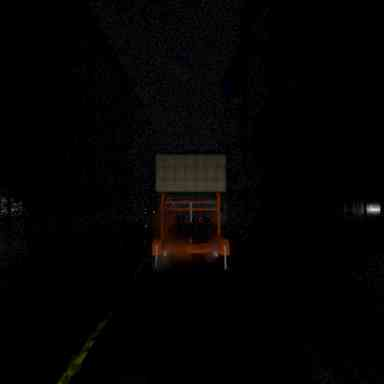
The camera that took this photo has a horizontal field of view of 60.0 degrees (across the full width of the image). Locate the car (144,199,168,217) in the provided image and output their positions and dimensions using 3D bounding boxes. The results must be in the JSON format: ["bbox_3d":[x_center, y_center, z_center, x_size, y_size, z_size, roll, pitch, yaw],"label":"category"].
[{"bbox_3d":[-3.203,1.448,30.586,1.837,1.490,4.892,0,0,0],"label":"car"}]

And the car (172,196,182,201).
[{"bbox_3d":[-3.244,1.436,71.632,1.895,1.301,4.718,0,0,0],"label":"car"}]

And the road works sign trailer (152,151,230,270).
[{"bbox_3d":[-0.034,0.444,10.985,2.380,3.560,2.880,0,0,0],"label":"road works sign trailer"}]
